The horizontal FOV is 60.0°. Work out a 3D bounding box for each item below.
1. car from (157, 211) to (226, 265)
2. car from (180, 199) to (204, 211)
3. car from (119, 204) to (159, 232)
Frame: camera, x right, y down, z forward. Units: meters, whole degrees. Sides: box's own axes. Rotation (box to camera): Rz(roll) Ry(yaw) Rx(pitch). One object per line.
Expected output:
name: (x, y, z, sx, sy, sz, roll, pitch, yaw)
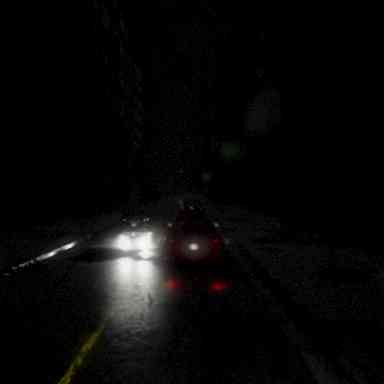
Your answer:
car: (0.056, 1.588, 11.723, 1.994, 1.385, 4.181, 0, 0, 0)
car: (0.007, 1.410, 30.049, 2.097, 1.767, 4.553, 0, 0, 0)
car: (-3.160, 1.534, 20.534, 2.128, 1.511, 4.902, 0, 0, 0)
